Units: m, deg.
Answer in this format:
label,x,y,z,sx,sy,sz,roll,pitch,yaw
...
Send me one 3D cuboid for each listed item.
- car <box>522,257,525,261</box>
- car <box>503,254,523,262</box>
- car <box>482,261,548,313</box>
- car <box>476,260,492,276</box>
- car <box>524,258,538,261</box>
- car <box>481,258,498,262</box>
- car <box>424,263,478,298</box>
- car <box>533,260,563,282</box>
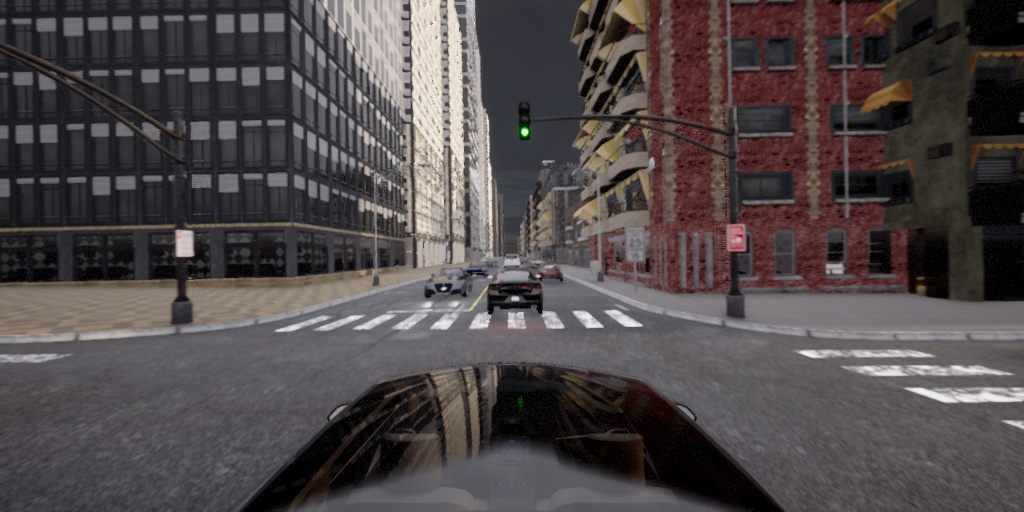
label,x,y,z,sx,sy,sz,roll,pitch,yaw
car,2.712,1.055,44.958,2.007,1.370,4.403,0,0,0
car,0.003,0.769,48.188,2.150,2.045,5.566,-1,0,0
car,0.095,1.157,13.660,1.882,1.535,5.008,-1,1,0
car,-3.094,1.269,31.918,1.895,1.301,4.718,-1,0,0
car,2.707,1.075,39.310,2.007,1.370,4.403,0,0,0
car,-2.998,1.158,52.142,1.994,1.385,4.181,-1,0,0
car,-3.107,1.284,18.263,1.994,1.385,4.181,-1,0,0
car,2.750,1.153,26.393,1.802,1.307,4.207,0,0,0
